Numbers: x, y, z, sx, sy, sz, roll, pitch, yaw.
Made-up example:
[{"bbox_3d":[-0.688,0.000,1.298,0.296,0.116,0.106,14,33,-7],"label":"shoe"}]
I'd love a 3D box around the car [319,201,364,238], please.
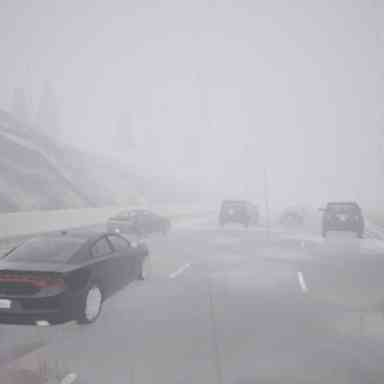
[{"bbox_3d":[9.103,1.573,20.400,2.150,2.045,5.566,0,0,21],"label":"car"}]

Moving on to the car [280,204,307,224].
[{"bbox_3d":[8.819,1.992,29.180,1.812,1.442,4.674,0,-1,22],"label":"car"}]

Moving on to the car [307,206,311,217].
[{"bbox_3d":[13.207,2.175,40.236,1.812,1.442,4.674,0,-1,22],"label":"car"}]

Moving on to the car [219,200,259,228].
[{"bbox_3d":[3.738,1.604,25.877,2.150,2.045,5.566,0,-1,21],"label":"car"}]

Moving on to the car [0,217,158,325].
[{"bbox_3d":[-2.412,1.563,7.433,1.882,1.535,5.008,0,-1,10],"label":"car"}]

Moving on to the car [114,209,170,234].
[{"bbox_3d":[-2.830,1.726,18.614,2.128,1.511,4.902,0,-1,20],"label":"car"}]
